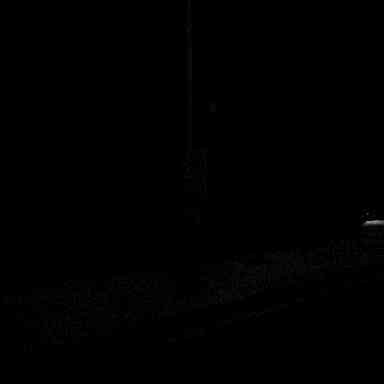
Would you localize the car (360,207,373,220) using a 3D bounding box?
[{"bbox_3d":[11.546,1.397,25.671,1.994,1.385,4.181,0,1,-36],"label":"car"}]
